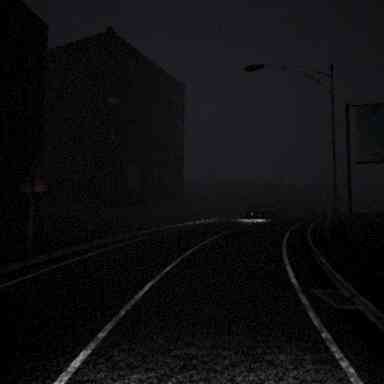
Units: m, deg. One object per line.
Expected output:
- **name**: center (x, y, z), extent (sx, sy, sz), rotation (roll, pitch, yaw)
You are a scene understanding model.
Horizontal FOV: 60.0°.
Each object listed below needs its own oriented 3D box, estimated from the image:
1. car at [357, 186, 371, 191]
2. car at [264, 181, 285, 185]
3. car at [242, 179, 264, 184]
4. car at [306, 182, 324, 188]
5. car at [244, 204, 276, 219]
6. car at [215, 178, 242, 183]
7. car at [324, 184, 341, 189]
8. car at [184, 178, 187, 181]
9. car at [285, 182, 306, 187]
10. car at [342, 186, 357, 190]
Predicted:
- **car**: center (42.593, -0.634, 85.148), extent (4.892, 1.521, 2.231), rotation (3, -5, -27)
- **car**: center (17.469, -1.699, 73.461), extent (4.674, 1.452, 2.002), rotation (2, -5, -21)
- **car**: center (12.302, -1.928, 71.453), extent (4.892, 1.521, 2.231), rotation (2, -5, -20)
- **car**: center (27.648, -1.450, 77.814), extent (4.553, 1.767, 2.185), rotation (2, -5, -24)
- **car**: center (6.547, 1.860, 31.997), extent (1.994, 1.385, 4.181), rotation (-3, -2, 33)
- **car**: center (7.124, -2.092, 69.548), extent (4.892, 1.521, 2.231), rotation (2, -5, -20)
- **car**: center (32.832, -1.067, 80.225), extent (4.792, 1.488, 2.163), rotation (3, -5, -25)
- **car**: center (-3.146, -2.516, 65.795), extent (4.553, 1.767, 2.185), rotation (2, -5, -20)
- **car**: center (22.593, -1.536, 75.584), extent (5.008, 1.535, 2.097), rotation (2, -5, -22)
- **car**: center (37.783, -0.829, 82.654), extent (4.674, 1.452, 2.002), rotation (3, -5, -26)
